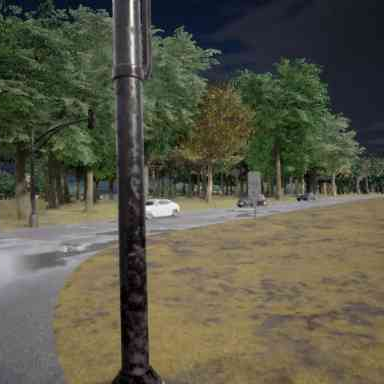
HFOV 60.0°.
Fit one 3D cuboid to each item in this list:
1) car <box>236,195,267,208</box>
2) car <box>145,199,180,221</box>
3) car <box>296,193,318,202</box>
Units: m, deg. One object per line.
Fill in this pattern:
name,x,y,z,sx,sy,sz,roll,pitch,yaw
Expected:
car,6.703,1.004,36.957,1.837,1.490,4.892,-3,-1,37
car,-2.755,1.268,24.533,1.812,1.442,4.674,-3,0,37
car,17.914,0.804,51.518,2.033,1.411,5.357,-3,-1,37
